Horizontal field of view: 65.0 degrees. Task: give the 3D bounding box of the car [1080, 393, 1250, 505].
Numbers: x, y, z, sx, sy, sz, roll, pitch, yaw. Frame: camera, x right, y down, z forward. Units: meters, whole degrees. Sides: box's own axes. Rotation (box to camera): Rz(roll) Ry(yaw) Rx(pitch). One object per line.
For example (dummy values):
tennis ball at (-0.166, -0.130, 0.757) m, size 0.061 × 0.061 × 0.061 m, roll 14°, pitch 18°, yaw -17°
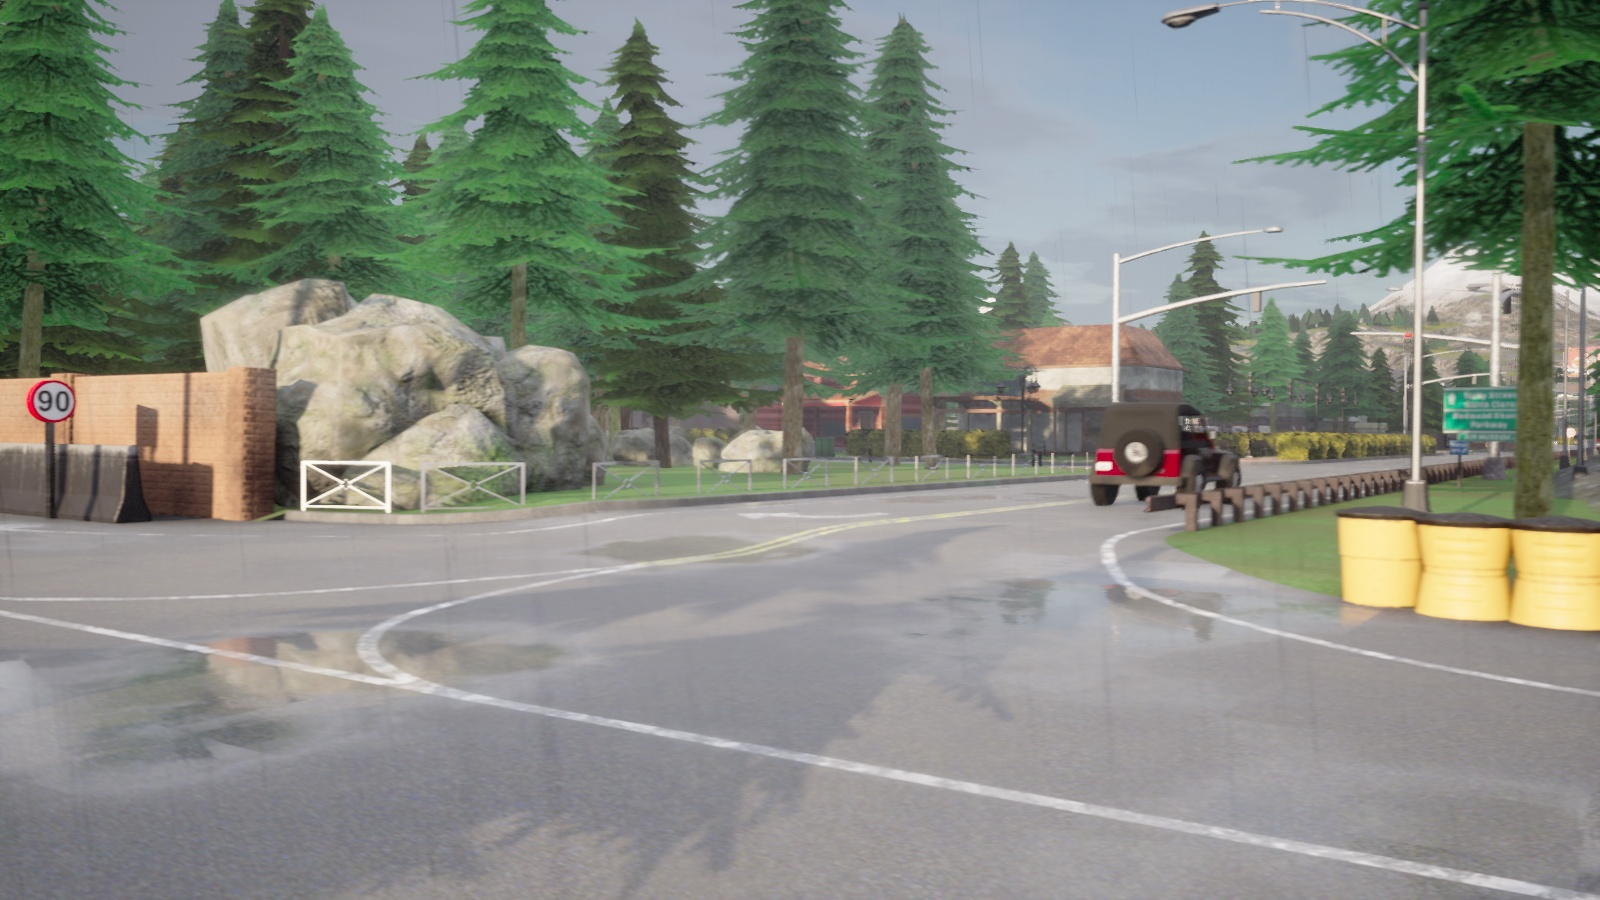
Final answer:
car at (6.816, -0.047, 23.225) m, size 1.905 × 1.878 × 3.866 m, roll 0°, pitch 1°, yaw 34°
